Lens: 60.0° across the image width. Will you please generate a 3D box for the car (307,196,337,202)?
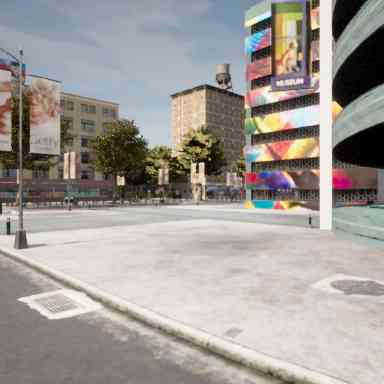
[{"bbox_3d":[14.988,1.320,39.729,4.674,1.452,2.002,0,0,-44],"label":"car"}]
